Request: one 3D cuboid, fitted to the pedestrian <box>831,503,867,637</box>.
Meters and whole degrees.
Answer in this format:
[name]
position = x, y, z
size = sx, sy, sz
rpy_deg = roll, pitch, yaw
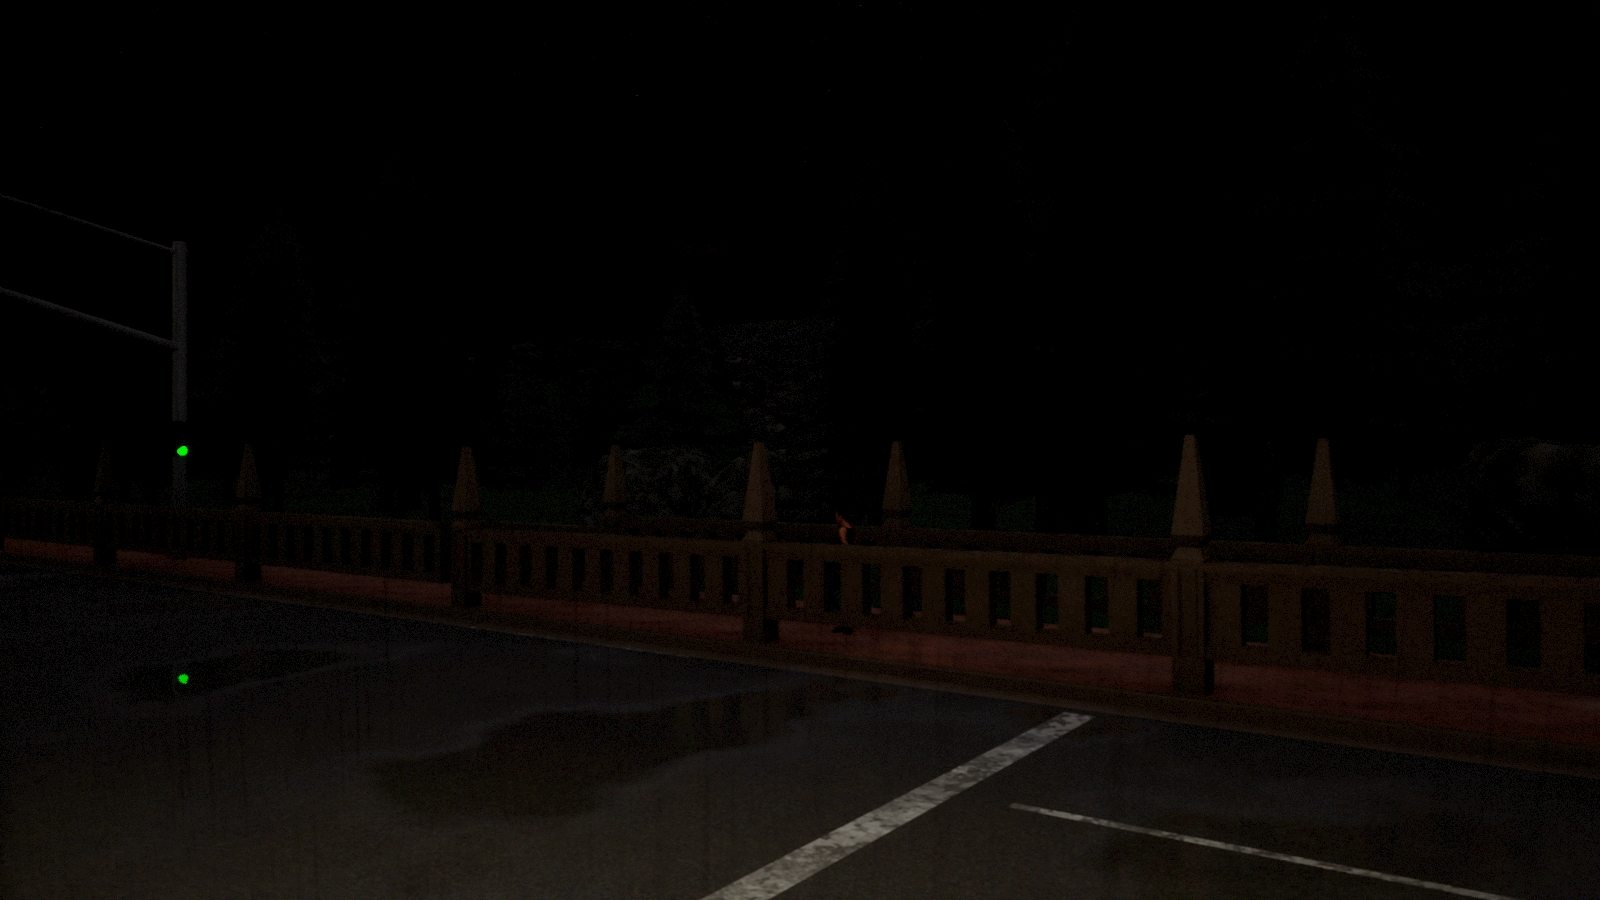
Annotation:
[pedestrian]
position = 0.702, 1.700, 16.296
size = 0.375, 1.860, 0.375
rpy_deg = 0, 0, 35
